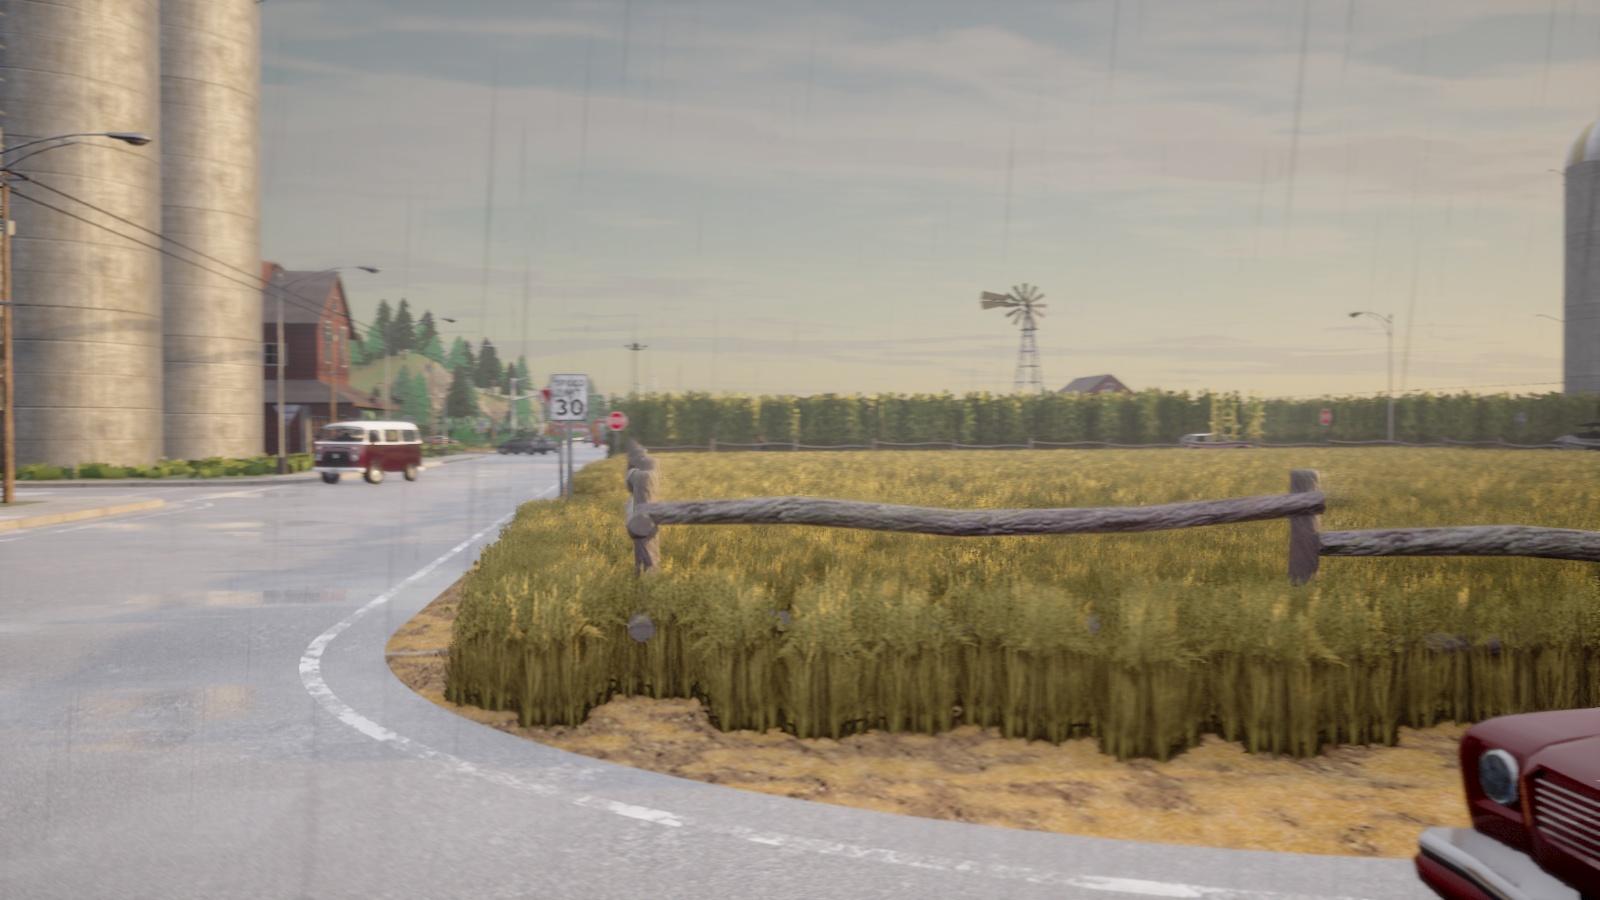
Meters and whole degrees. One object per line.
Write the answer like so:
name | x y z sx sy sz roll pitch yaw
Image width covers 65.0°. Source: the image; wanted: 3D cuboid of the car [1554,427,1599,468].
car | 37.911 -0.147 59.385 1.905 1.878 3.866 0 1 -7

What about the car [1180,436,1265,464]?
car | 22.522 -0.017 67.005 3.806 1.475 1.970 0 1 -7

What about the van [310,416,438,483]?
van | -13.868 -0.032 41.172 2.069 2.038 4.480 1 1 10

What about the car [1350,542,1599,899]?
car | 3.870 0.915 2.530 4.718 1.301 1.895 0 1 -4
